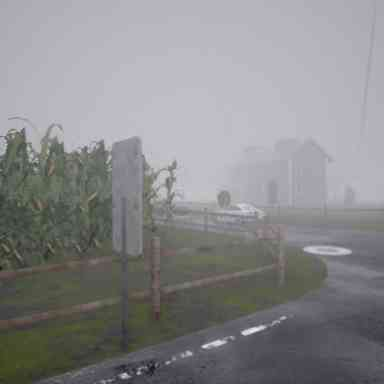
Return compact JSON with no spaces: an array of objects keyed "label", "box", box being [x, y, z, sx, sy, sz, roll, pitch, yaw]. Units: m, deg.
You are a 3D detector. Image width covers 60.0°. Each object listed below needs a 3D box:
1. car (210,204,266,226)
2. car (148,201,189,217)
[{"label":"car","box":[3.191,1.550,23.694,1.812,1.442,4.674,-1,0,-34]},{"label":"car","box":[-2.423,1.580,31.940,2.033,1.411,5.357,0,0,-36]}]
